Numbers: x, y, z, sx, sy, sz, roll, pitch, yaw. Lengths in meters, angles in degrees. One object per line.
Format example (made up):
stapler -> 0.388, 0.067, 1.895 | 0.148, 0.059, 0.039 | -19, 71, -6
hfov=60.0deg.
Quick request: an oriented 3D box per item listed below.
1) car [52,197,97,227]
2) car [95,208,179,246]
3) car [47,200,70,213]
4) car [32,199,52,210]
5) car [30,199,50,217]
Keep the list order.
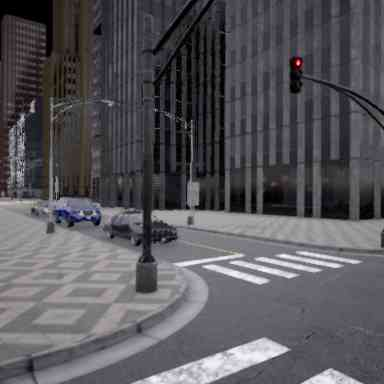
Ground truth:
car -> -8.613, 1.424, 24.917 | 2.150, 2.045, 5.566 | 1, -1, -35
car -> -2.745, 1.693, 16.474 | 2.033, 1.411, 5.357 | 1, -1, -35
car -> -17.195, 1.855, 42.748 | 1.812, 1.442, 4.674 | 1, -1, -34
car -> -23.100, 1.858, 51.144 | 1.882, 1.535, 5.008 | 1, -1, -35
car -> -15.887, 1.762, 35.390 | 2.128, 1.511, 4.902 | 1, -1, -35
